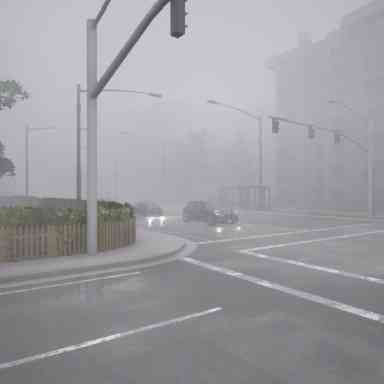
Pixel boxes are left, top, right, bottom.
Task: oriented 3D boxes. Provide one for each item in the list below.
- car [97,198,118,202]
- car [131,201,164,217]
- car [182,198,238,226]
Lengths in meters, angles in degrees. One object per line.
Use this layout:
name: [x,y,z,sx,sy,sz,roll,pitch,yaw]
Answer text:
car: [-10.342,1.505,40.492,1.837,1.490,4.892,0,0,-34]
car: [-4.444,1.564,31.929,1.994,1.385,4.181,0,0,-35]
car: [1.223,1.352,23.747,2.097,1.767,4.553,0,0,-35]
